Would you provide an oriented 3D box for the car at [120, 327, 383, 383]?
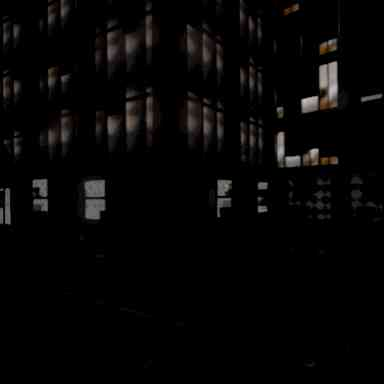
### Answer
[{"bbox_3d":[1.274,1.582,1.965,4.206,1.307,1.802,-1,0,35],"label":"car"}]
